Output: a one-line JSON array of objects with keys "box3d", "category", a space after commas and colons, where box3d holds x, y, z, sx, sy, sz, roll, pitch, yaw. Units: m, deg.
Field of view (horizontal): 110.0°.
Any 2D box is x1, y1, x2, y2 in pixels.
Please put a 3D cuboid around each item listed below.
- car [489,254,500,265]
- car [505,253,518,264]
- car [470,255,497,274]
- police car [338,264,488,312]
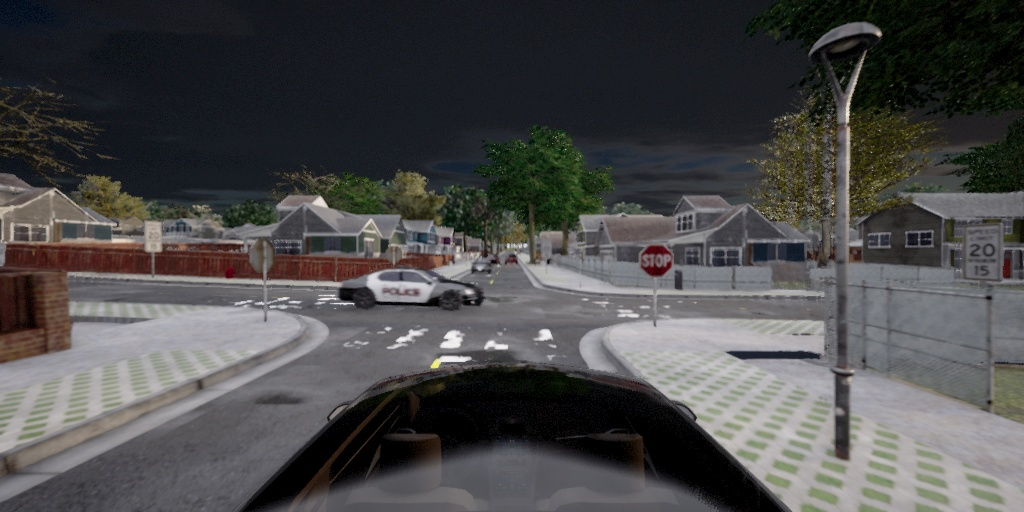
[{"box3d": [-2.882, 0.465, 55.083, 2.097, 1.767, 4.553, 0, 1, 0], "category": "car"}, {"box3d": [-0.076, 0.416, 57.998, 2.097, 1.767, 4.553, 0, 1, 0], "category": "car"}, {"box3d": [-2.888, 0.918, 34.817, 2.128, 1.511, 4.902, 0, 1, 0], "category": "car"}, {"box3d": [-3.573, 1.157, 13.268, 4.974, 1.542, 2.038, 2, 1, 0], "category": "police car"}]
